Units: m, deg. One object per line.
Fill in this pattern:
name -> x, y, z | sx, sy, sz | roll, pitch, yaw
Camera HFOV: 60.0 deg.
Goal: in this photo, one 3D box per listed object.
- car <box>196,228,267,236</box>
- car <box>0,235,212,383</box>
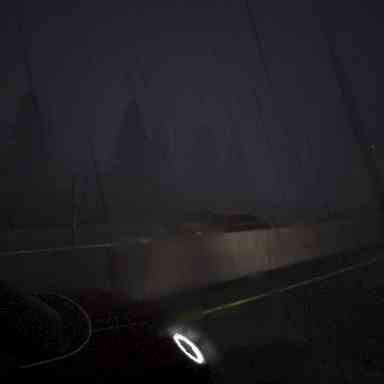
car -> 1.373, 1.573, 14.411 | 5.008, 1.535, 1.882 | 1, 0, -42
car -> -2.015, 1.356, 2.488 | 4.553, 1.767, 2.097 | 1, -1, -35
